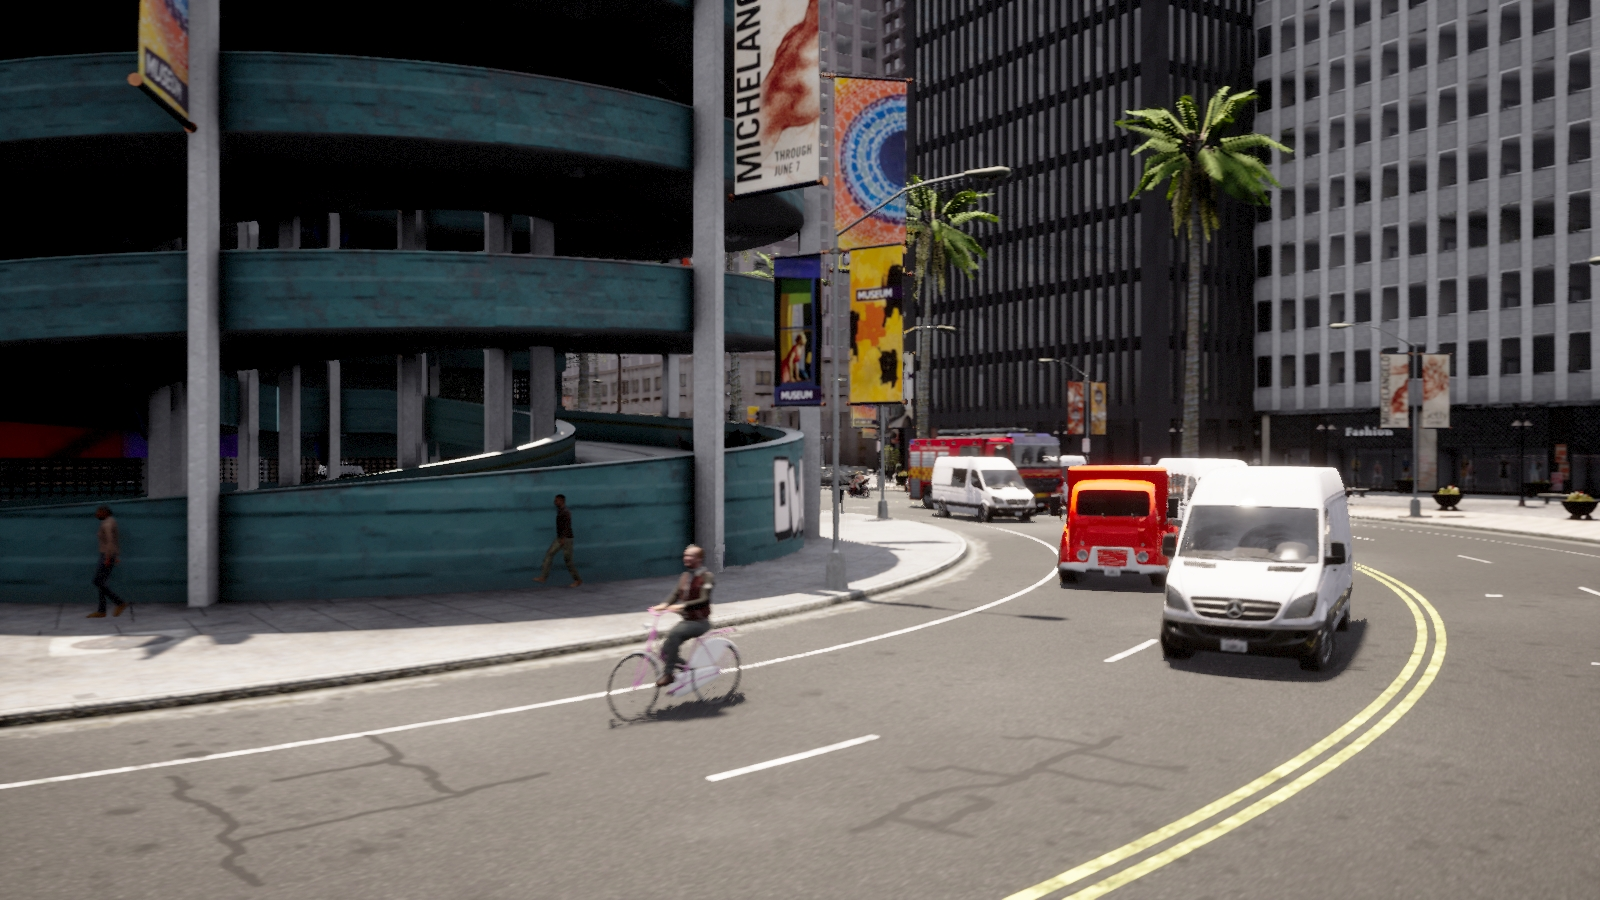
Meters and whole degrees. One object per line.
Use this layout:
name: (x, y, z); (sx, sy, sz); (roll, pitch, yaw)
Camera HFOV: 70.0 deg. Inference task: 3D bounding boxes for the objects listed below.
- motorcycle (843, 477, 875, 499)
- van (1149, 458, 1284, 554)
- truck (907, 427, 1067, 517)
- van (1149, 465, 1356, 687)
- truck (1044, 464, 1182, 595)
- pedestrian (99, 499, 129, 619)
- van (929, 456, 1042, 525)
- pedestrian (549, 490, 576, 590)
motorcycle: (3.525, 2.248, 68.539); (0.867, 1.251, 2.209); (0, 0, -31)
van: (12.310, 1.551, 34.260); (1.988, 2.561, 5.915); (0, 0, 1)
truck: (8.451, 0.922, 53.007); (2.891, 3.827, 8.468); (0, 0, -27)
van: (6.792, 1.542, 16.662); (1.988, 2.561, 5.915); (0, 0, 30)
truck: (6.995, 1.582, 25.098); (2.627, 2.467, 5.204); (0, 0, 18)
pedestrian: (-10.869, 1.713, 18.110); (0.375, 1.860, 0.375); (0, 0, -27)
van: (7.390, 1.561, 46.303); (1.988, 2.561, 5.915); (0, 0, -19)
pedestrian: (-4.538, 1.713, 21.830); (0.375, 1.860, 0.375); (0, 0, -33)
